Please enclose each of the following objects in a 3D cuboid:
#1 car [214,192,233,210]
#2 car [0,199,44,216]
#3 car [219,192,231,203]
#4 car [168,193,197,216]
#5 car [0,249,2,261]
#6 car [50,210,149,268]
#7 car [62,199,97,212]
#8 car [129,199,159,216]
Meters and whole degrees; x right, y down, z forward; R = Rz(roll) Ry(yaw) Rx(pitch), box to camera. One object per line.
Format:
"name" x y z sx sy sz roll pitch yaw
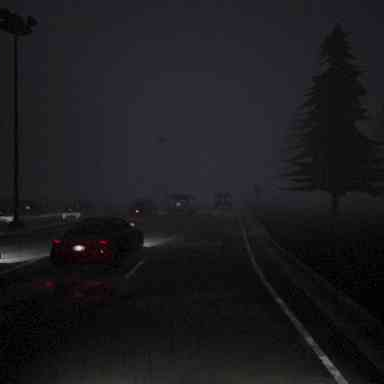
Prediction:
"car" 3.854 1.070 41.137 2.150 2.045 5.566 0 0 7
"car" -16.126 1.416 31.339 2.033 1.411 5.357 0 0 7
"car" 6.386 0.991 64.211 2.150 2.045 5.566 0 0 5
"car" -0.835 1.106 31.118 2.150 2.045 5.566 0 0 7
"car" -6.673 1.527 8.156 1.994 1.385 4.181 0 0 2
"car" -2.969 1.520 11.194 1.994 1.385 4.181 0 0 4
"car" -12.065 1.457 35.861 1.895 1.301 4.718 0 0 7
"car" -4.398 1.387 30.847 1.837 1.490 4.892 0 0 7
